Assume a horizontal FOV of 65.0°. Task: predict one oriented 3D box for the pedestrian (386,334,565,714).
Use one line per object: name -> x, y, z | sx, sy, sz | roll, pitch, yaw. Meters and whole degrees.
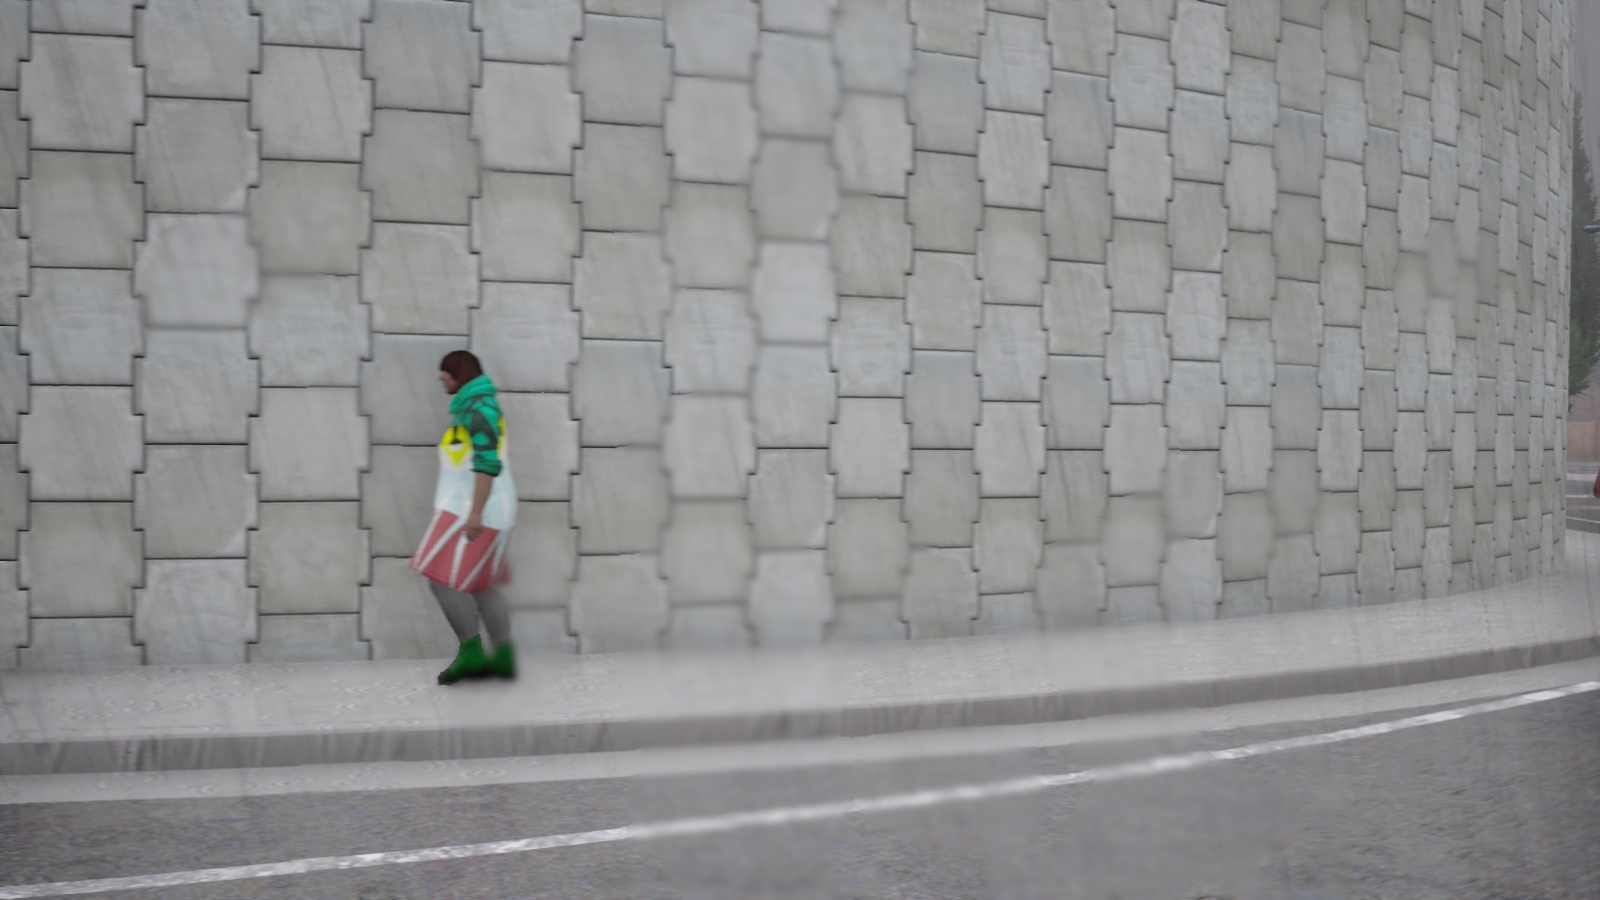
pedestrian -> -1.759, 0.371, 6.864 | 0.873, 1.952, 0.659 | -1, 1, -13
